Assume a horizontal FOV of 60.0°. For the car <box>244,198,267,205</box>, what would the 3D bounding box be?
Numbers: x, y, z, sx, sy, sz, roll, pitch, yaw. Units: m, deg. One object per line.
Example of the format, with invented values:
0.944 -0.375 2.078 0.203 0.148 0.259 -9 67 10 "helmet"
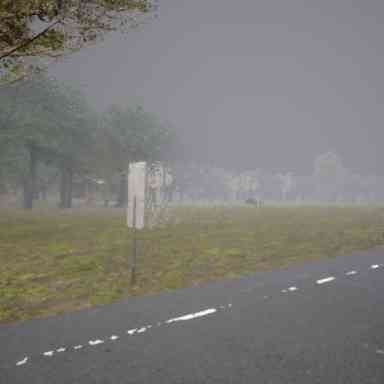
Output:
12.518 1.901 65.742 1.837 1.490 4.892 2 -2 -36 "car"
